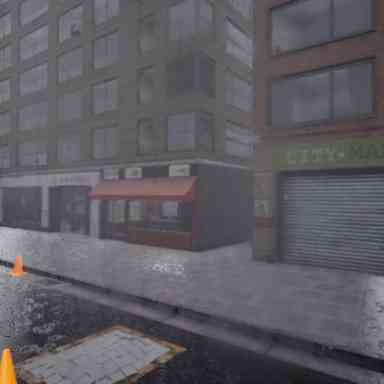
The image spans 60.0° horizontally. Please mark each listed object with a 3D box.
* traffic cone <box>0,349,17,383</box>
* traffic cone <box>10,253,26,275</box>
[{"bbox_3d":[-2.004,1.997,3.590,0.340,0.580,0.340,0,-1,37],"label":"traffic cone"},{"bbox_3d":[-5.002,2.060,9.591,0.340,0.580,0.340,0,-1,37],"label":"traffic cone"}]
